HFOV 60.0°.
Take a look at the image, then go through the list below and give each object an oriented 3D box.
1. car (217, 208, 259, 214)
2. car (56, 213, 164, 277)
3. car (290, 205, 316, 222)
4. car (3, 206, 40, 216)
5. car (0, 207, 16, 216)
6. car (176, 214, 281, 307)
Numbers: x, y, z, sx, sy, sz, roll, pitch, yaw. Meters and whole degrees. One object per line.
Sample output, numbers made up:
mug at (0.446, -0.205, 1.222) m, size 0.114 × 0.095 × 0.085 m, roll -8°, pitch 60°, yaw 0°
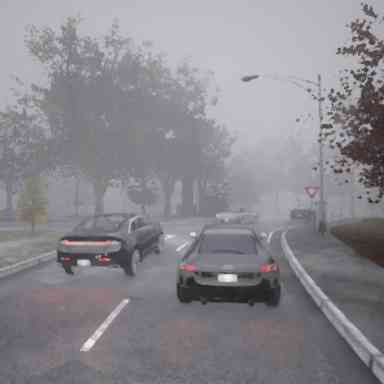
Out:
car at (3.916, 1.957, 27.483) m, size 1.895 × 1.301 × 4.718 m, roll -2°, pitch -3°, yaw 33°
car at (-2.129, 1.370, 9.946) m, size 2.128 × 1.511 × 4.902 m, roll 0°, pitch 0°, yaw 8°
car at (10.725, 2.034, 31.724) m, size 1.882 × 1.535 × 5.008 m, roll -1°, pitch -3°, yaw 29°
car at (-27.828, 3.117, 54.310) m, size 2.128 × 1.511 × 4.902 m, roll -2°, pitch -3°, yaw 33°
car at (-26.843, 2.946, 49.503) m, size 2.033 × 1.411 × 5.357 m, roll -1°, pitch -3°, yaw 21°
car at (0.843, 1.445, 7.817) m, size 1.994 × 1.385 × 4.181 m, roll 0°, pitch 1°, yaw 6°
